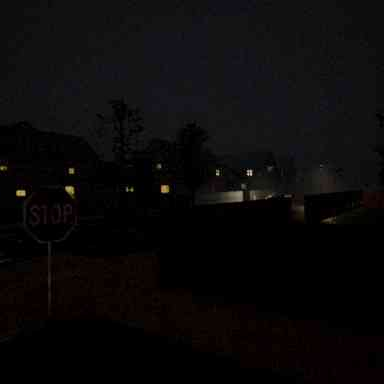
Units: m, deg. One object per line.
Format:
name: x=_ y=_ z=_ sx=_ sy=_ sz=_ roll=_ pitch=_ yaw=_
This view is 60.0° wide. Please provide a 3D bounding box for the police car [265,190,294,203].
police car: x=9.859 y=0.617 z=37.532 sx=2.038 sy=1.542 sz=4.974 roll=-1 pitch=1 yaw=36
